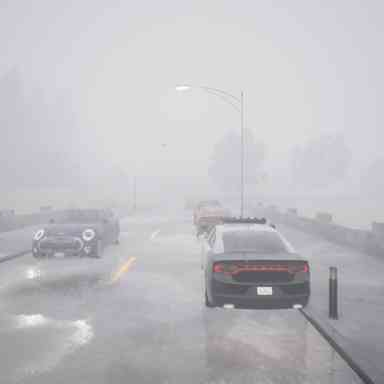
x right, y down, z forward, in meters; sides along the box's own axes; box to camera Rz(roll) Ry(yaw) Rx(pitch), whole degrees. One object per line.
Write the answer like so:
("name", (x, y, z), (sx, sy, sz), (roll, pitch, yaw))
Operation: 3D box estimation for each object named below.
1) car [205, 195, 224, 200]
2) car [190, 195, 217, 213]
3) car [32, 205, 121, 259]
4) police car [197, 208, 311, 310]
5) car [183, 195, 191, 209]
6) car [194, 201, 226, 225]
("car", (6.310, 1.456, 93.406), (5.357, 1.415, 2.033), (0, 0, -40))
("car", (1.146, 1.300, 23.929), (2.097, 1.767, 4.553), (-3, 0, 0))
("car", (-4.101, 1.351, 12.514), (2.097, 1.767, 4.553), (0, 0, 0))
("police car", (1.200, 1.425, 8.069), (1.930, 1.638, 5.238), (0, 0, 0))
("car", (0.012, 1.492, 44.786), (2.128, 1.511, 4.902), (0, 0, 1))
("car", (1.199, 1.478, 17.959), (1.882, 1.535, 5.008), (0, 0, 0))
